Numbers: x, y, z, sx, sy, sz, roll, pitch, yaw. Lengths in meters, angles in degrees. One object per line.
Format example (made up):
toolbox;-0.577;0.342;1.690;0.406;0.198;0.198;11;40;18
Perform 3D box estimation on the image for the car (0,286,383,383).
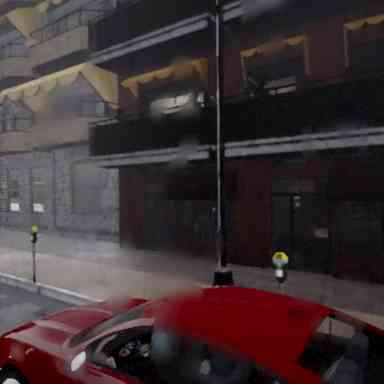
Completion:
car;0.122;1.527;2.797;4.507;1.381;1.887;0;0;34
